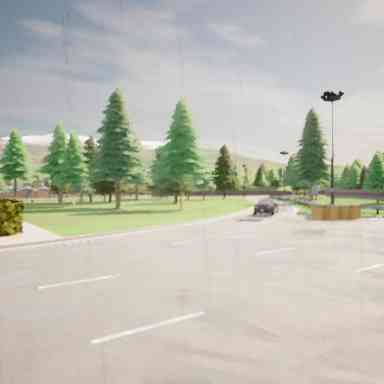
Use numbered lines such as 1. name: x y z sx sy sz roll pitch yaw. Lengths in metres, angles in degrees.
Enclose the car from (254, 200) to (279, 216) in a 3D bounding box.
1. car: 7.062 1.450 31.541 1.812 1.442 4.674 0 0 22
